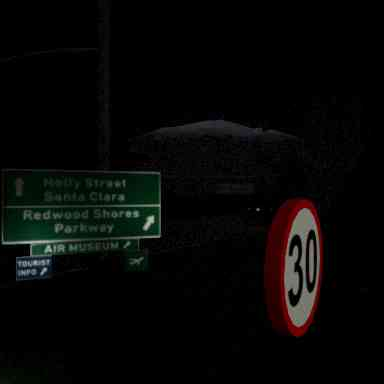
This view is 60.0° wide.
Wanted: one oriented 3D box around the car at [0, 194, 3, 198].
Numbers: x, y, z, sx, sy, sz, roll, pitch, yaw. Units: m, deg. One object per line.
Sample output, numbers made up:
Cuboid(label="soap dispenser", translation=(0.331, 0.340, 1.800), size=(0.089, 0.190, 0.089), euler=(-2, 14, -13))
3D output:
Cuboid(label="car", translation=(-38.782, 1.490, 69.852), size=(4.514, 1.523, 2.007), euler=(0, 0, 35))

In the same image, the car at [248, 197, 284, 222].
Cuboid(label="car", translation=(6.567, 1.413, 27.323), size=(2.150, 2.045, 5.566), euler=(0, 0, 36))

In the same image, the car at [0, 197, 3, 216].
Cuboid(label="car", translation=(-12.432, 1.505, 25.998), size=(1.905, 1.878, 3.866), euler=(0, 0, 35))
